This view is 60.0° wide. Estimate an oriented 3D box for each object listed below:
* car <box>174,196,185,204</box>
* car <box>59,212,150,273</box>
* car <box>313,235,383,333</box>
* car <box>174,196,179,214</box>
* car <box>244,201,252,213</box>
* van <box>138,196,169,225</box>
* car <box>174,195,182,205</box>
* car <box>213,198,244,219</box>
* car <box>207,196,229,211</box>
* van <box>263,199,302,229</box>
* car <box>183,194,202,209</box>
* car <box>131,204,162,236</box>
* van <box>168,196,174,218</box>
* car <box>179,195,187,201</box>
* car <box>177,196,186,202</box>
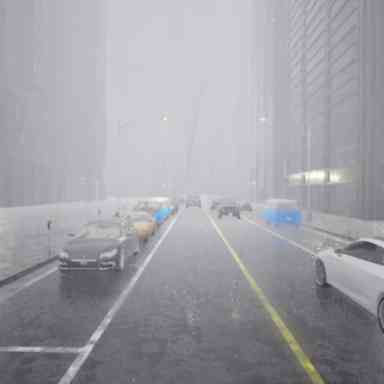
[{"bbox_3d":[-2.481,1.619,66.980,1.887,1.381,4.507,0,0,0],"label":"car"},{"bbox_3d":[-2.731,1.551,10.572,2.008,1.369,4.403,0,0,0],"label":"car"},{"bbox_3d":[3.916,1.556,6.369,1.812,1.442,4.674,0,0,0],"label":"car"},{"bbox_3d":[-2.631,1.471,33.134,1.967,1.590,4.097,0,0,0],"label":"car"},{"bbox_3d":[5.919,1.666,38.741,1.802,1.307,4.206,0,0,0],"label":"car"},{"bbox_3d":[-2.681,1.357,21.853,1.690,1.788,3.998,0,0,0],"label":"van"},{"bbox_3d":[-2.606,1.354,38.776,2.192,1.841,5.009,0,0,0],"label":"car"},{"bbox_3d":[3.174,1.562,29.736,1.837,1.490,4.892,0,0,1],"label":"car"},{"bbox_3d":[3.188,1.579,41.354,1.837,1.490,4.892,0,0,1],"label":"car"},{"bbox_3d":[5.844,1.402,21.820,1.690,1.788,3.998,0,0,0],"label":"van"},{"bbox_3d":[0.195,1.284,46.357,2.150,2.045,5.566,0,0,0],"label":"car"},{"bbox_3d":[-2.707,1.533,16.042,1.752,1.417,4.829,0,0,0],"label":"car"},{"bbox_3d":[-2.656,1.364,27.494,1.690,1.788,3.998,0,0,0],"label":"van"},{"bbox_3d":[-2.380,1.540,89.543,1.967,1.590,4.097,0,0,0],"label":"car"},{"bbox_3d":[-2.431,1.654,78.261,1.947,1.339,4.313,0,0,0],"label":"car"}]
